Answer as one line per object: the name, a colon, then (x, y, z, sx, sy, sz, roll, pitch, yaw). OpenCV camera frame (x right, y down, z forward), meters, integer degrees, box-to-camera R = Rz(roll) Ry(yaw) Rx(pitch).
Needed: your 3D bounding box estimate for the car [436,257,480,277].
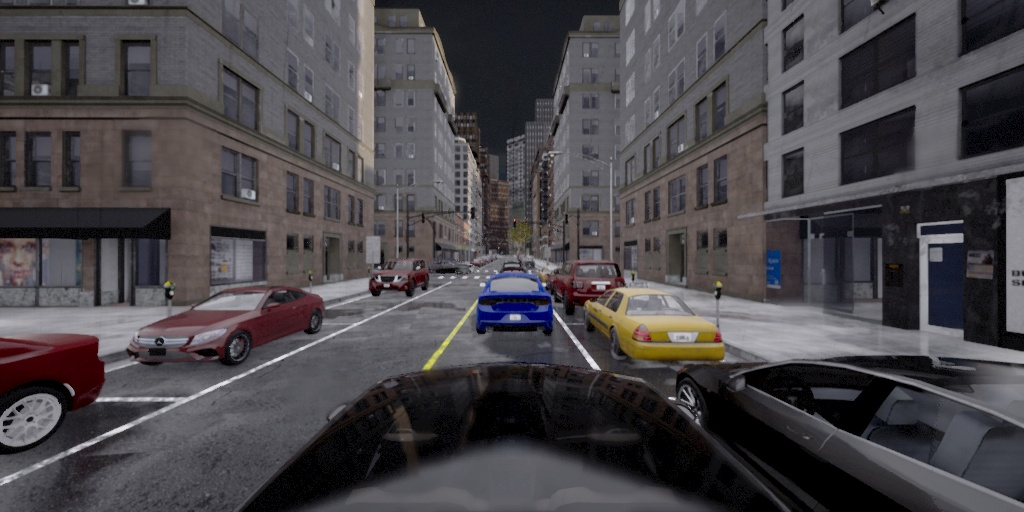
car: (-5.958, 1.150, 34.412, 4.902, 1.511, 2.128, 0, 0, 23)

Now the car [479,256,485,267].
car: (-5.823, 1.098, 56.701, 1.888, 1.381, 4.507, 0, 0, 0)

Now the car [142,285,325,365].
car: (-5.769, 1.325, 7.934, 1.802, 1.307, 4.207, 0, 0, 0)

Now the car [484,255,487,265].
car: (-5.829, 0.958, 62.126, 1.967, 1.591, 4.097, 0, 0, 0)

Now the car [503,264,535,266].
car: (0.076, 1.288, 18.101, 1.994, 1.385, 4.181, 0, 0, 0)

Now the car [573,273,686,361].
car: (2.756, 1.269, 8.107, 1.751, 1.417, 4.829, 0, 0, 0)

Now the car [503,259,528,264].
car: (0.019, 1.203, 27.014, 1.837, 1.490, 4.892, 0, 0, 0)

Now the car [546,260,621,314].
car: (2.750, 1.049, 13.492, 2.192, 1.841, 5.009, 0, 0, 0)

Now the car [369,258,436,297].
car: (-5.782, 1.037, 19.041, 2.192, 1.841, 5.009, 0, 0, 0)

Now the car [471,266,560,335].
car: (0.041, 1.218, 10.502, 1.882, 1.535, 5.008, 0, 0, -1)

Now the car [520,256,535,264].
car: (2.702, 1.103, 56.703, 2.007, 1.370, 4.403, 0, 0, 0)

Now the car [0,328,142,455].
car: (-5.763, 1.295, 2.383, 1.888, 1.381, 4.507, 0, 0, 0)

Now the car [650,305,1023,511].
car: (2.762, 1.316, 2.385, 1.948, 1.339, 4.313, 0, 0, 0)
